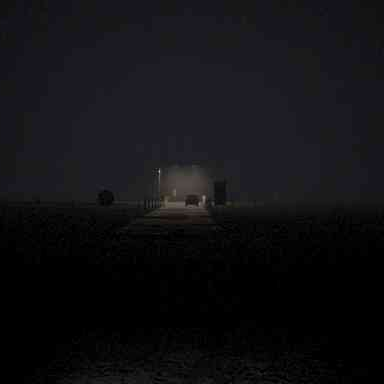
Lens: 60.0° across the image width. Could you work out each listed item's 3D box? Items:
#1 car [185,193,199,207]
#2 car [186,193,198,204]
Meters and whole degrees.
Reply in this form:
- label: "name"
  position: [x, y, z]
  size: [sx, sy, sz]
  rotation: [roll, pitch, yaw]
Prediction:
- label: "car"
  position: [-0.011, 1.376, 53.343]
  size: [2.097, 1.767, 4.553]
  rotation: [0, 0, 0]
- label: "car"
  position: [-0.013, 1.252, 63.409]
  size: [2.150, 2.045, 5.566]
  rotation: [0, 0, 0]
